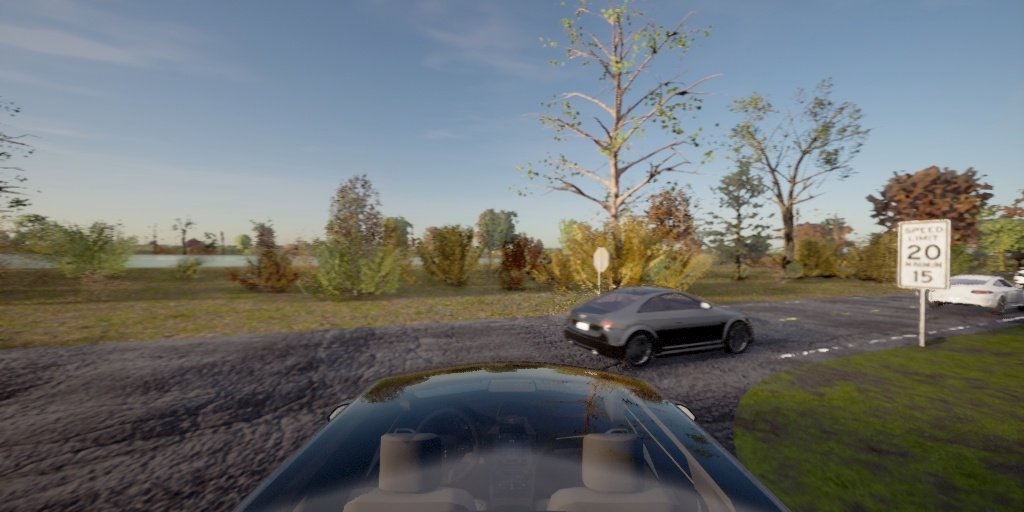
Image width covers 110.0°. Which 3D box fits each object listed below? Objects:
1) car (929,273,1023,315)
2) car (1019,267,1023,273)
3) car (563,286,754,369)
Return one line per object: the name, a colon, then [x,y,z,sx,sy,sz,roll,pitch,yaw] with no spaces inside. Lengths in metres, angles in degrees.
car: [19.450,1.532,14.957,4.674,1.442,1.812,1,0,-23]
car: [40.851,1.445,27.216,5.566,2.045,2.150,1,0,-23]
car: [3.241,1.386,7.942,4.181,1.385,1.994,1,0,-23]
